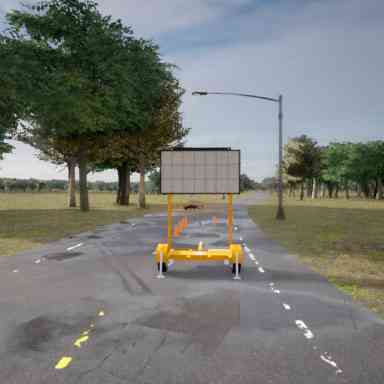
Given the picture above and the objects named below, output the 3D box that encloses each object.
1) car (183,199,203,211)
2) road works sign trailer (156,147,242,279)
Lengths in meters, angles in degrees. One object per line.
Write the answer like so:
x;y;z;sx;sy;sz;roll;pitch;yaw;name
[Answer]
0.168;1.602;41.709;1.994;1.385;4.181;0;0;9;car
0.246;0.465;10.057;2.380;3.560;2.880;0;0;3;road works sign trailer
